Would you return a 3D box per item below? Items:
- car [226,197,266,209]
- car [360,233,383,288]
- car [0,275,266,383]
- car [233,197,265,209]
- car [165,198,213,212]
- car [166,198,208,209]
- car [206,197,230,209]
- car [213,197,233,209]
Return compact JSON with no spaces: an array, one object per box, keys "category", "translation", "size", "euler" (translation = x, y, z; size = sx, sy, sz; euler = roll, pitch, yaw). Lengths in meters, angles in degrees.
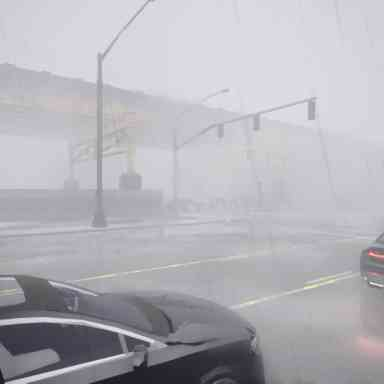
[{"category":"car","translation":[7.185,1.452,44.463],"size":[4.974,1.542,2.038],"euler":[0,0,-7]},{"category":"car","translation":[5.937,1.505,7.970],"size":[4.892,1.490,1.837],"euler":[0,0,-35]},{"category":"car","translation":[-1.495,1.491,2.688],"size":[4.902,1.511,2.128],"euler":[0,0,-35]},{"category":"car","translation":[7.133,1.295,44.457],"size":[4.536,1.218,1.853],"euler":[0,0,-7]},{"category":"car","translation":[-0.490,1.453,38.042],"size":[4.974,1.542,2.038],"euler":[0,0,8]},{"category":"car","translation":[-0.542,1.295,38.049],"size":[4.536,1.218,1.853],"euler":[0,0,8]},{"category":"car","translation":[3.279,1.295,40.765],"size":[1.853,1.218,4.536],"euler":[0,0,18]},{"category":"car","translation":[3.263,1.453,40.715],"size":[2.038,1.542,4.974],"euler":[0,0,18]}]
